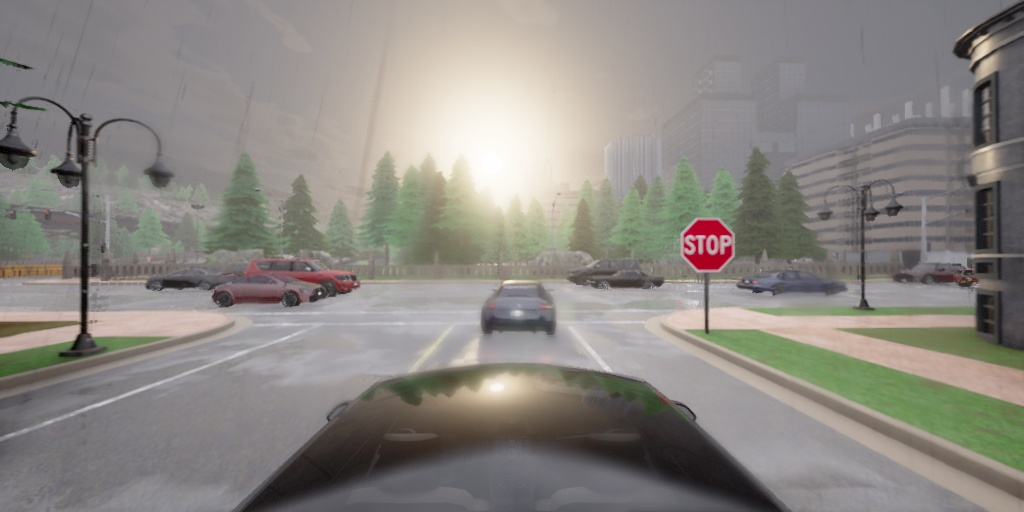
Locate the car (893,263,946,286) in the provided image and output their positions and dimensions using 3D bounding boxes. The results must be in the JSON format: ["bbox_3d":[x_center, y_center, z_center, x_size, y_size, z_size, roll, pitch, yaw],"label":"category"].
[{"bbox_3d":[32.868,1.363,28.090,4.553,1.767,2.097,0,0,-2],"label":"car"}]

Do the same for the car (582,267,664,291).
[{"bbox_3d":[7.345,1.576,23.668,4.718,1.301,1.895,0,0,-2],"label":"car"}]

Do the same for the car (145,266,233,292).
[{"bbox_3d":[-20.077,1.459,22.601,4.902,1.511,2.128,0,0,-2],"label":"car"}]

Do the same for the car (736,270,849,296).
[{"bbox_3d":[15.732,1.493,20.293,5.357,1.411,2.033,0,0,-2],"label":"car"}]

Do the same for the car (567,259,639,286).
[{"bbox_3d":[7.004,1.227,27.161,5.566,2.045,2.150,0,0,-2],"label":"car"}]

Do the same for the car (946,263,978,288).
[{"bbox_3d":[33.991,1.208,24.622,5.566,2.045,2.150,0,0,-2],"label":"car"}]

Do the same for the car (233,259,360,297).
[{"bbox_3d":[-11.198,1.160,19.246,5.566,2.045,2.150,0,0,-2],"label":"car"}]

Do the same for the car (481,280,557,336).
[{"bbox_3d":[0.324,1.408,10.737,1.994,1.385,4.181,0,-1,5],"label":"car"}]

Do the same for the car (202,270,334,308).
[{"bbox_3d":[-10.505,1.472,15.754,4.181,1.385,1.994,0,-1,-4],"label":"car"}]
